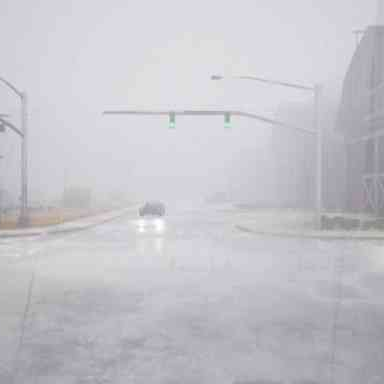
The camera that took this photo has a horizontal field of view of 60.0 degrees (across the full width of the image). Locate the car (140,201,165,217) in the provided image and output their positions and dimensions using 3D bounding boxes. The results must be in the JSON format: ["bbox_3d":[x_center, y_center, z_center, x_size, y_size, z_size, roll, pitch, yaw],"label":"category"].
[{"bbox_3d":[-3.525,1.522,30.288,1.895,1.301,4.718,0,0,0],"label":"car"}]

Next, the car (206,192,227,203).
[{"bbox_3d":[4.270,0.996,58.858,1.905,1.878,3.866,-8,4,-42],"label":"car"}]
